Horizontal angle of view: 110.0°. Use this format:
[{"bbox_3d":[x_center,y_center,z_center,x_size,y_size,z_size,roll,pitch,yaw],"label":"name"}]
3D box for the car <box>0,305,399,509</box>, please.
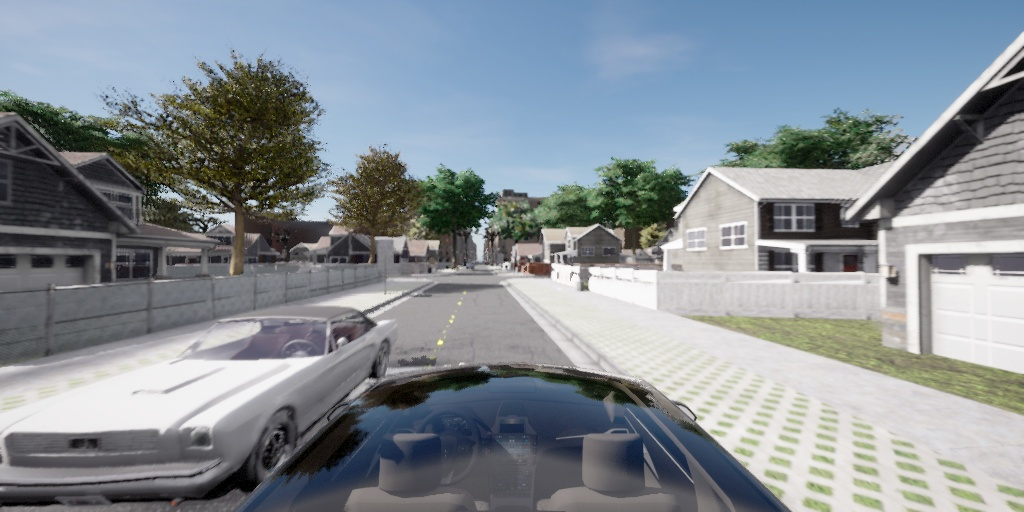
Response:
[{"bbox_3d":[-3.024,1.401,4.665,1.895,1.301,4.718,0,-1,-2],"label":"car"}]
